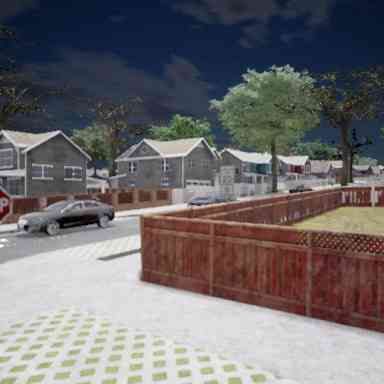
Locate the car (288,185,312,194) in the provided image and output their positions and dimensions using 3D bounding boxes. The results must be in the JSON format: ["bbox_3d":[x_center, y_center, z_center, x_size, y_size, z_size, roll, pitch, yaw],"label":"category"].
[{"bbox_3d":[14.716,-0.242,45.208,1.895,1.301,4.718,0,3,36],"label":"car"}]

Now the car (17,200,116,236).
[{"bbox_3d":[-6.080,1.170,16.599,2.128,1.511,4.902,0,2,36],"label":"car"}]

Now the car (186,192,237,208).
[{"bbox_3d":[1.758,0.680,27.439,2.033,1.411,5.357,0,3,36],"label":"car"}]
